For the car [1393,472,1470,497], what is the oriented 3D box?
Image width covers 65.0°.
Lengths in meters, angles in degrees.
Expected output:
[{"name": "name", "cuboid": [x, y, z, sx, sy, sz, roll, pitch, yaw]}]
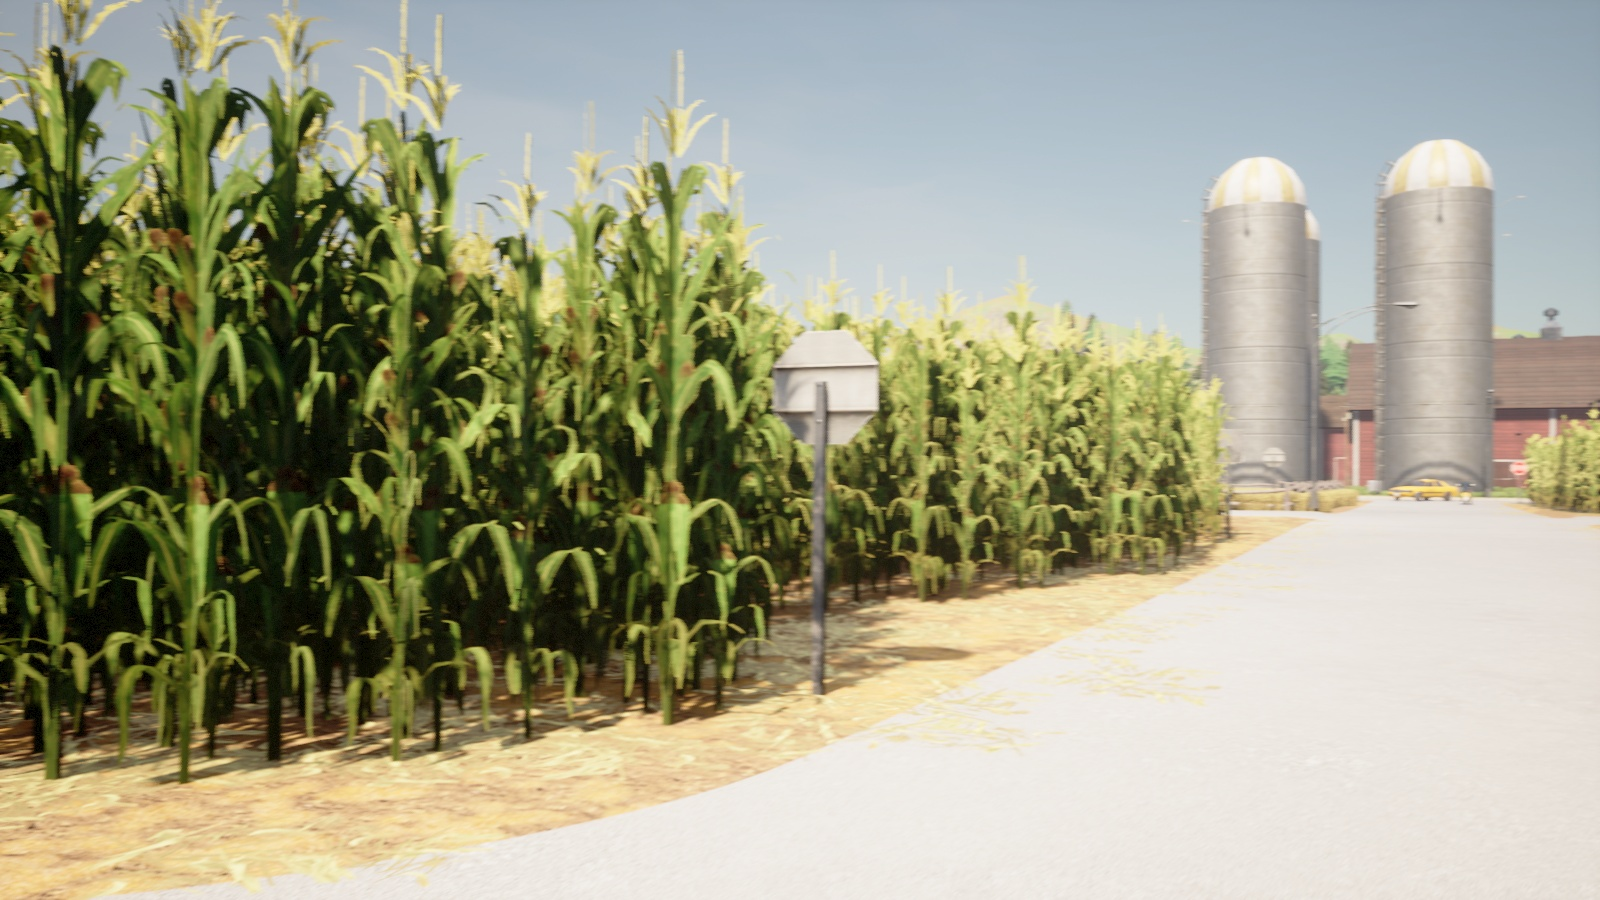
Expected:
[{"name": "car", "cuboid": [42.319, 2.293, 84.065, 5.366, 1.575, 1.801, 1, -1, -27]}]
